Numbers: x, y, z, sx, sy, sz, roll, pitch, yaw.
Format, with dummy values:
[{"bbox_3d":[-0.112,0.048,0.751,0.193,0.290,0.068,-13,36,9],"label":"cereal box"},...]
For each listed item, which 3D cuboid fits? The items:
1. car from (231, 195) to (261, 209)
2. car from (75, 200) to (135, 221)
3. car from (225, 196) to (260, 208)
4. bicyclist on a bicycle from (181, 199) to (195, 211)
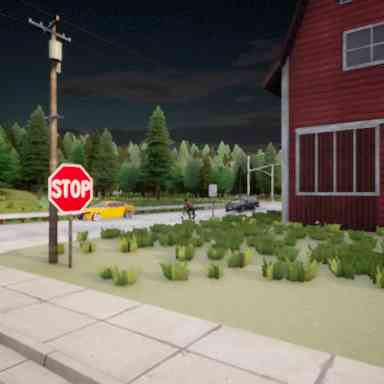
[{"bbox_3d":[7.341,1.321,44.978,2.097,1.767,4.553,0,0,37],"label":"car"},{"bbox_3d":[-6.730,1.448,26.118,1.882,1.535,5.008,0,0,37],"label":"car"},{"bbox_3d":[5.310,1.501,36.117,1.812,1.442,4.674,0,0,37],"label":"car"},{"bbox_3d":[-0.262,1.282,22.274,1.656,1.620,0.582,0,0,37],"label":"bicyclist on a bicycle"}]
